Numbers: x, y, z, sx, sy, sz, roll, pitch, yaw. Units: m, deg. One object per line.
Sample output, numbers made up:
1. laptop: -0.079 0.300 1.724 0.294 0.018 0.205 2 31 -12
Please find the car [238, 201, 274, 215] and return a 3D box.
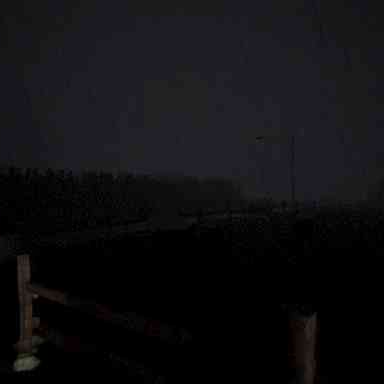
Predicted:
1. car: 6.486 1.581 33.266 2.033 1.411 5.357 0 0 34
